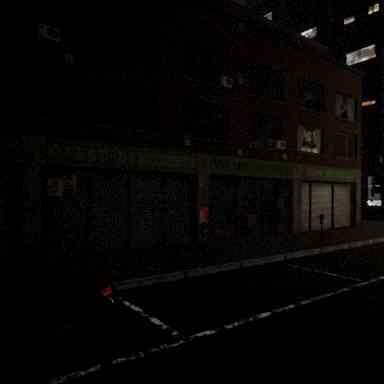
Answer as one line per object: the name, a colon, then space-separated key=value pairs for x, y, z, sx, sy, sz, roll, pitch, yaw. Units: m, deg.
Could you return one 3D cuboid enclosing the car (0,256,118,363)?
car: x=-3.077 y=1.582 z=4.352 sx=4.206 sy=1.307 sz=1.802 roll=0 pitch=1 yaw=-36
